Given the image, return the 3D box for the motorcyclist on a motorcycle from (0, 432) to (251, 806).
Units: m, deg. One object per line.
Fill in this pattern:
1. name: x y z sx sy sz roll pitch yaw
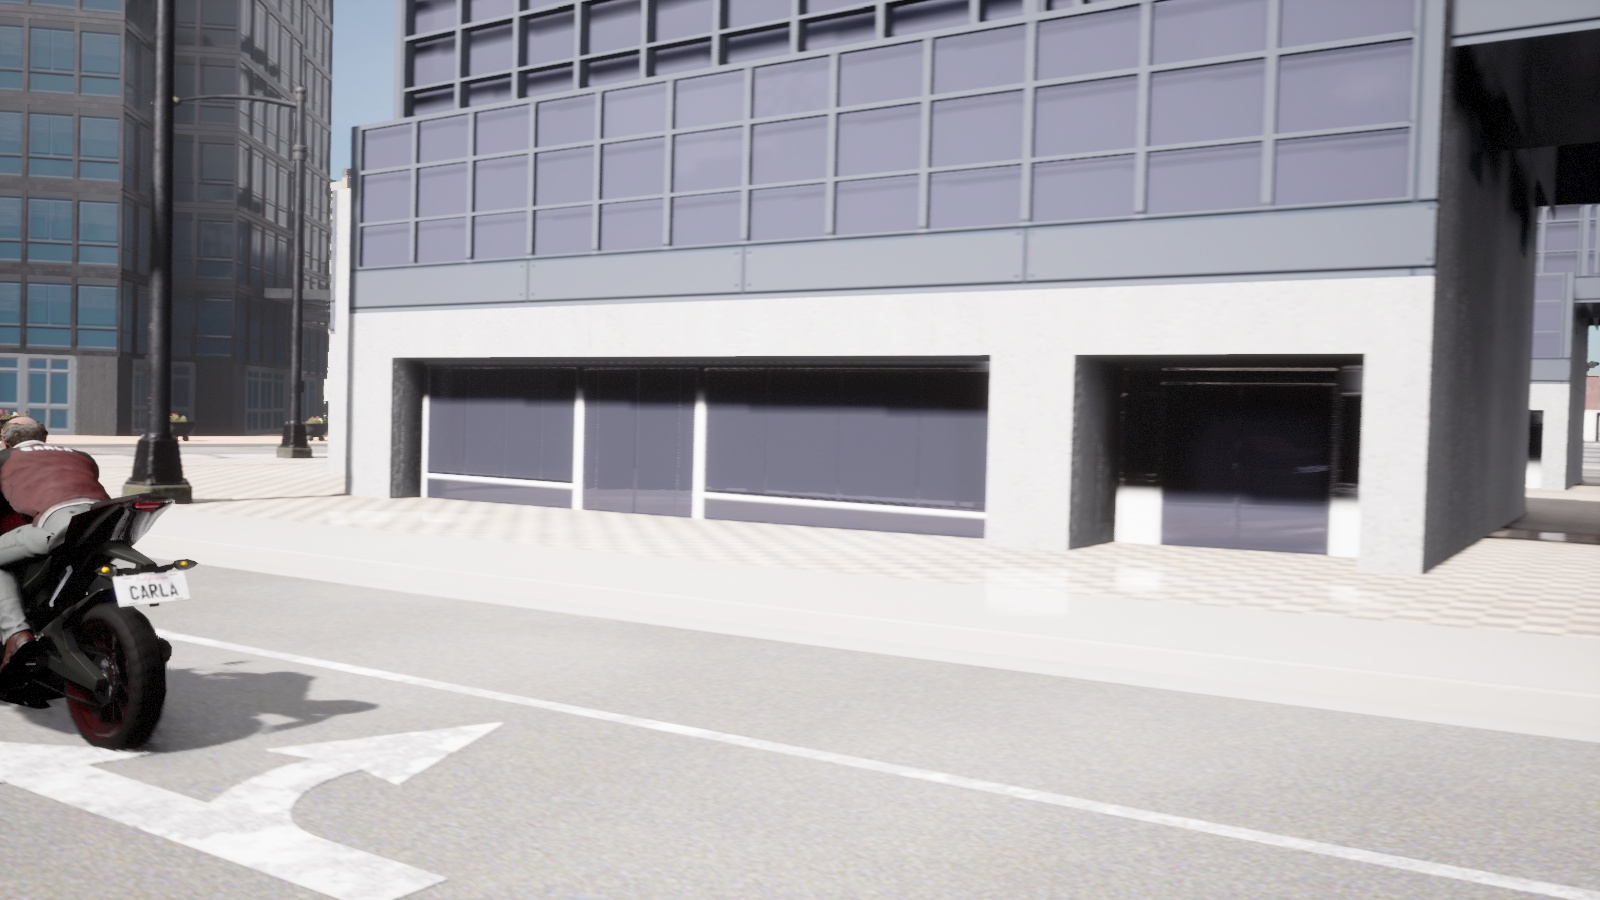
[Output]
1. motorcyclist on a motorcycle: -3.715 0.683 6.091 2.191 1.530 0.866 0 1 34

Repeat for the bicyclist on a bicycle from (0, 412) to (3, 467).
1. bicyclist on a bicycle: -24.170 -0.296 36.463 0.866 1.612 1.509 2 2 34
